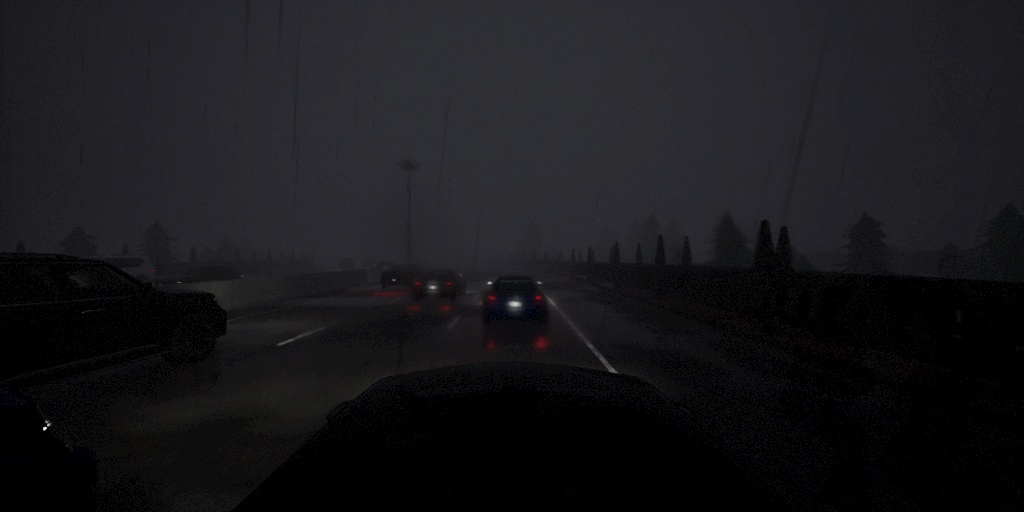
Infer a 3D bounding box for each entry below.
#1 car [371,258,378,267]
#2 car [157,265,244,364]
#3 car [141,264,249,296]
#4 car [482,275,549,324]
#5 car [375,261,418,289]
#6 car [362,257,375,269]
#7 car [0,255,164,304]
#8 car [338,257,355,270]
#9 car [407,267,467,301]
[{"bbox_3d":[-15.890,1.346,44.777,1.837,1.490,4.892,0,0,-11],"label":"car"},{"bbox_3d":[-6.900,0.973,4.929,2.150,2.045,5.566,0,0,0],"label":"car"},{"bbox_3d":[-17.624,1.276,20.371,1.837,1.490,4.892,0,0,0],"label":"car"},{"bbox_3d":[0.100,1.322,11.980,1.994,1.385,4.181,0,0,0],"label":"car"},{"bbox_3d":[-6.901,1.254,23.396,1.882,1.535,5.008,0,0,0],"label":"car"},{"bbox_3d":[-23.849,1.150,60.154,2.150,2.045,5.566,0,0,-20],"label":"car"},{"bbox_3d":[-21.103,0.988,17.824,2.150,2.045,5.566,0,0,0],"label":"car"},{"bbox_3d":[-27.094,1.152,58.864,2.150,2.045,5.566,0,0,-20],"label":"car"},{"bbox_3d":[-3.400,1.329,17.415,1.994,1.385,4.181,0,0,0],"label":"car"}]
